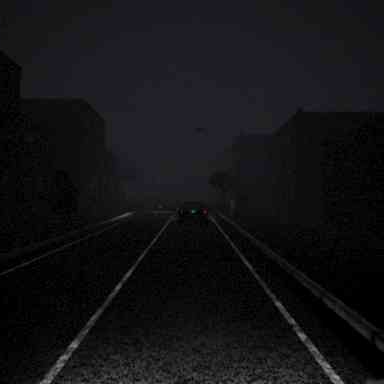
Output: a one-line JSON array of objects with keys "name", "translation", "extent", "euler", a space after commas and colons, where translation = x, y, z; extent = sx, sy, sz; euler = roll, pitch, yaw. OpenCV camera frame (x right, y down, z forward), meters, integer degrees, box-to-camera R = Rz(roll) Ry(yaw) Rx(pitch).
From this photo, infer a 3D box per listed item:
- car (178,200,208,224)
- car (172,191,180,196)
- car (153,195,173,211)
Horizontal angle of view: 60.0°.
[{"name": "car", "translation": [0.079, 1.372, 24.703], "extent": [2.097, 1.767, 4.553], "euler": [0, 0, 0]}, {"name": "car", "translation": [-3.970, 0.493, 81.232], "extent": [1.812, 1.442, 4.674], "euler": [0, 2, -5]}, {"name": "car", "translation": [-3.643, 1.490, 40.812], "extent": [2.128, 1.511, 4.902], "euler": [0, 0, 0]}]
